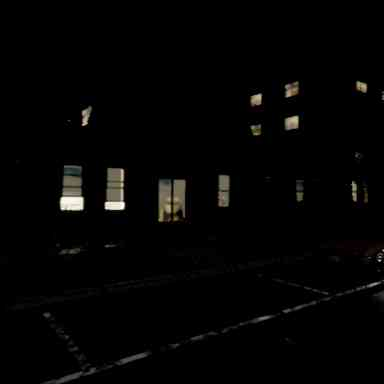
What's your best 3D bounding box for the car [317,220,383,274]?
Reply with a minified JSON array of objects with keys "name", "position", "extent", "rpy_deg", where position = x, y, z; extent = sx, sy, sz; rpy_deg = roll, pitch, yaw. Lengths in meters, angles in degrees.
[{"name":"car","position":[6.062,1.623,10.959],"extent":[4.829,1.417,1.752],"rpy_deg":[1,0,-35]}]
